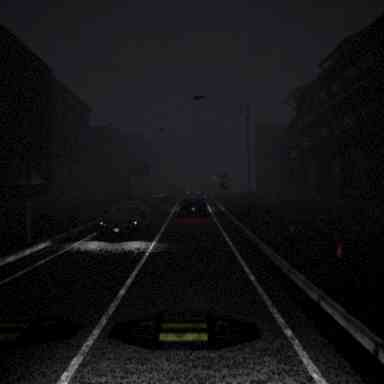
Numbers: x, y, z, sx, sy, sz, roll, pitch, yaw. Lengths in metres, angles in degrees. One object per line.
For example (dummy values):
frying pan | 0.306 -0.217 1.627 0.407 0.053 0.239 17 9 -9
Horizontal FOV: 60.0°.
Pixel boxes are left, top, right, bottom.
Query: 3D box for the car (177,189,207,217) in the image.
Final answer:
car | 0.101 0.843 24.145 1.882 1.535 5.008 0 3 0

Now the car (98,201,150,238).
car | -3.097 1.213 15.955 1.812 1.442 4.674 0 2 0

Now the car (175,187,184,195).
car | -1.796 -0.233 58.091 1.994 1.385 4.181 1 1 6

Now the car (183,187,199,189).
car | 0.256 0.107 41.735 1.812 1.442 4.674 0 2 2
